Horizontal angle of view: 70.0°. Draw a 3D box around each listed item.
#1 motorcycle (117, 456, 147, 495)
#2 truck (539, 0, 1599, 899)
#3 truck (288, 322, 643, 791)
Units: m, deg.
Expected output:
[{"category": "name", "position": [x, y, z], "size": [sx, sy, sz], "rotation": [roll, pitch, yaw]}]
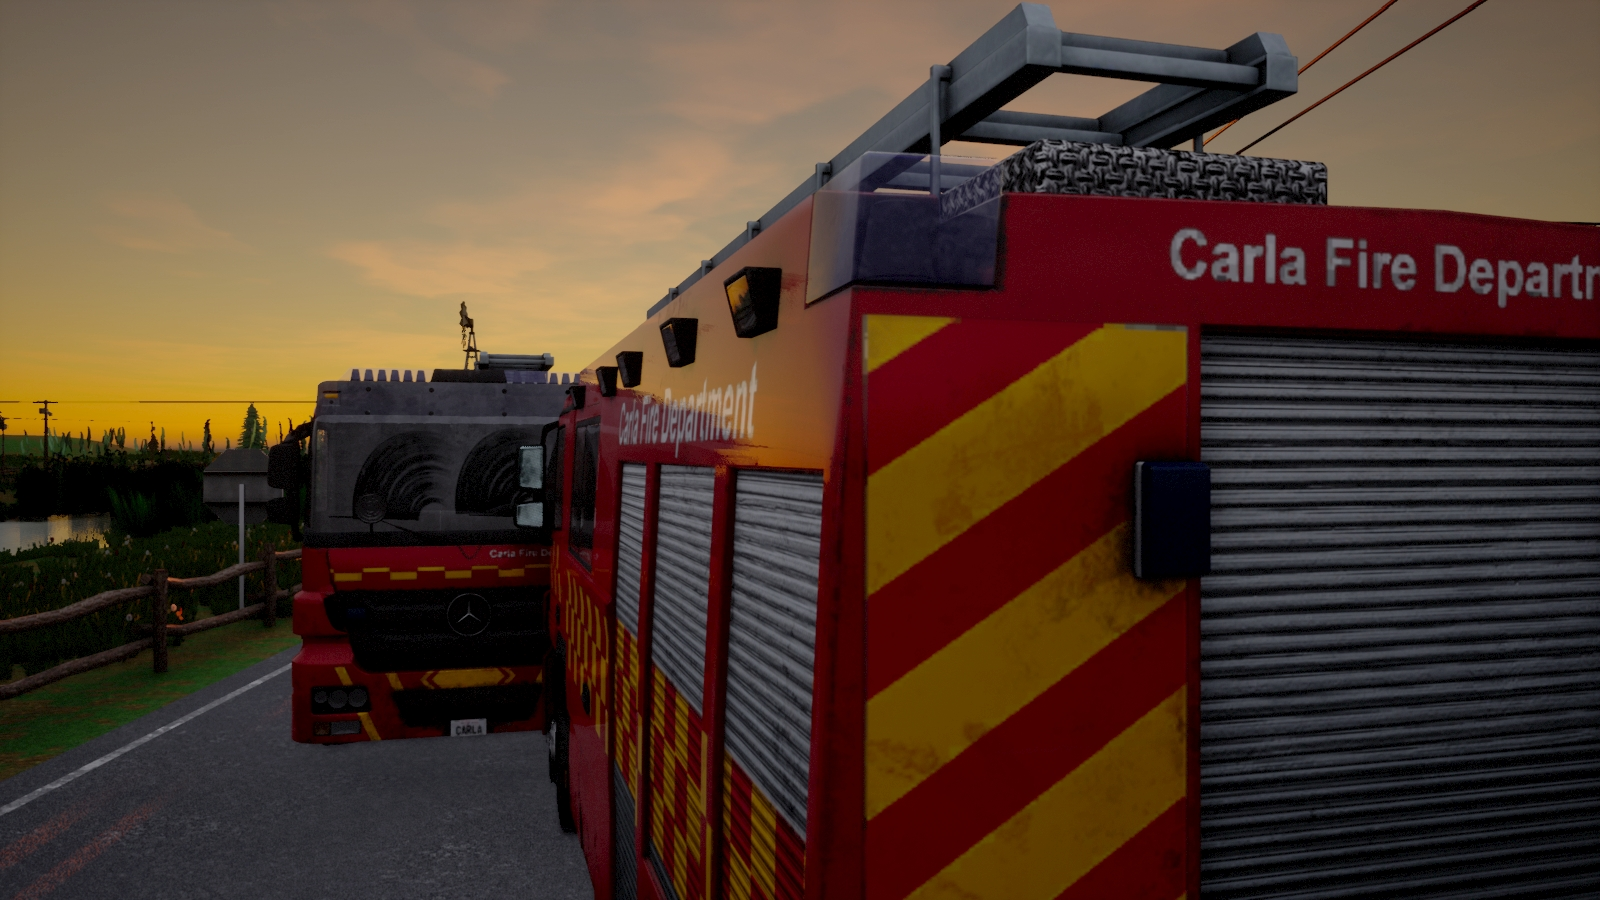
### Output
[{"category": "motorcycle", "position": [-41.485, 1.576, 71.023], "size": [0.803, 2.348, 2.033], "rotation": [0, 0, -4]}, {"category": "truck", "position": [0.144, 0.867, 6.867], "size": [2.891, 3.827, 8.468], "rotation": [0, 0, -16]}, {"category": "truck", "position": [-3.941, 0.862, 13.785], "size": [2.891, 3.827, 8.468], "rotation": [0, 0, -16]}]
